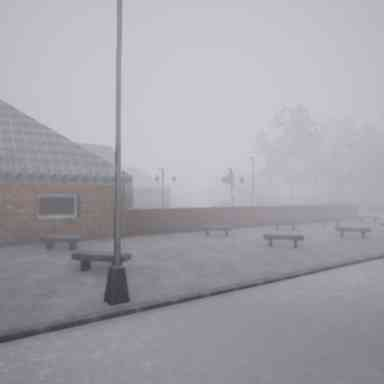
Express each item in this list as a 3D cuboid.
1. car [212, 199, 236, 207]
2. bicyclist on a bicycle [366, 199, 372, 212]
[{"bbox_3d":[5.112,1.890,53.141,1.994,1.385,4.181,1,0,-35],"label":"car"},{"bbox_3d":[22.763,1.753,42.765,1.656,1.620,0.582,0,0,-36],"label":"bicyclist on a bicycle"}]
